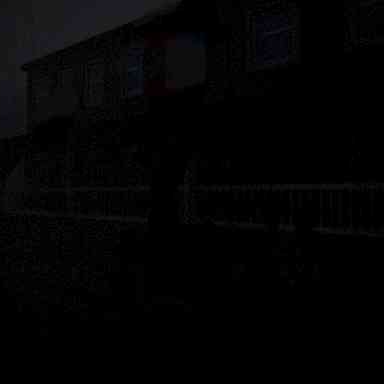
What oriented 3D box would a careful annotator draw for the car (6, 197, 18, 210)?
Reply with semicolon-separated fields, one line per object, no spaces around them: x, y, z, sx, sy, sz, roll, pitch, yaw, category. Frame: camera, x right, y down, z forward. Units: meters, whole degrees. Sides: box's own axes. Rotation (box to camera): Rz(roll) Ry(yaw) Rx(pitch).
-15.774;1.226;27.322;1.994;1.385;4.181;0;12;34;car
